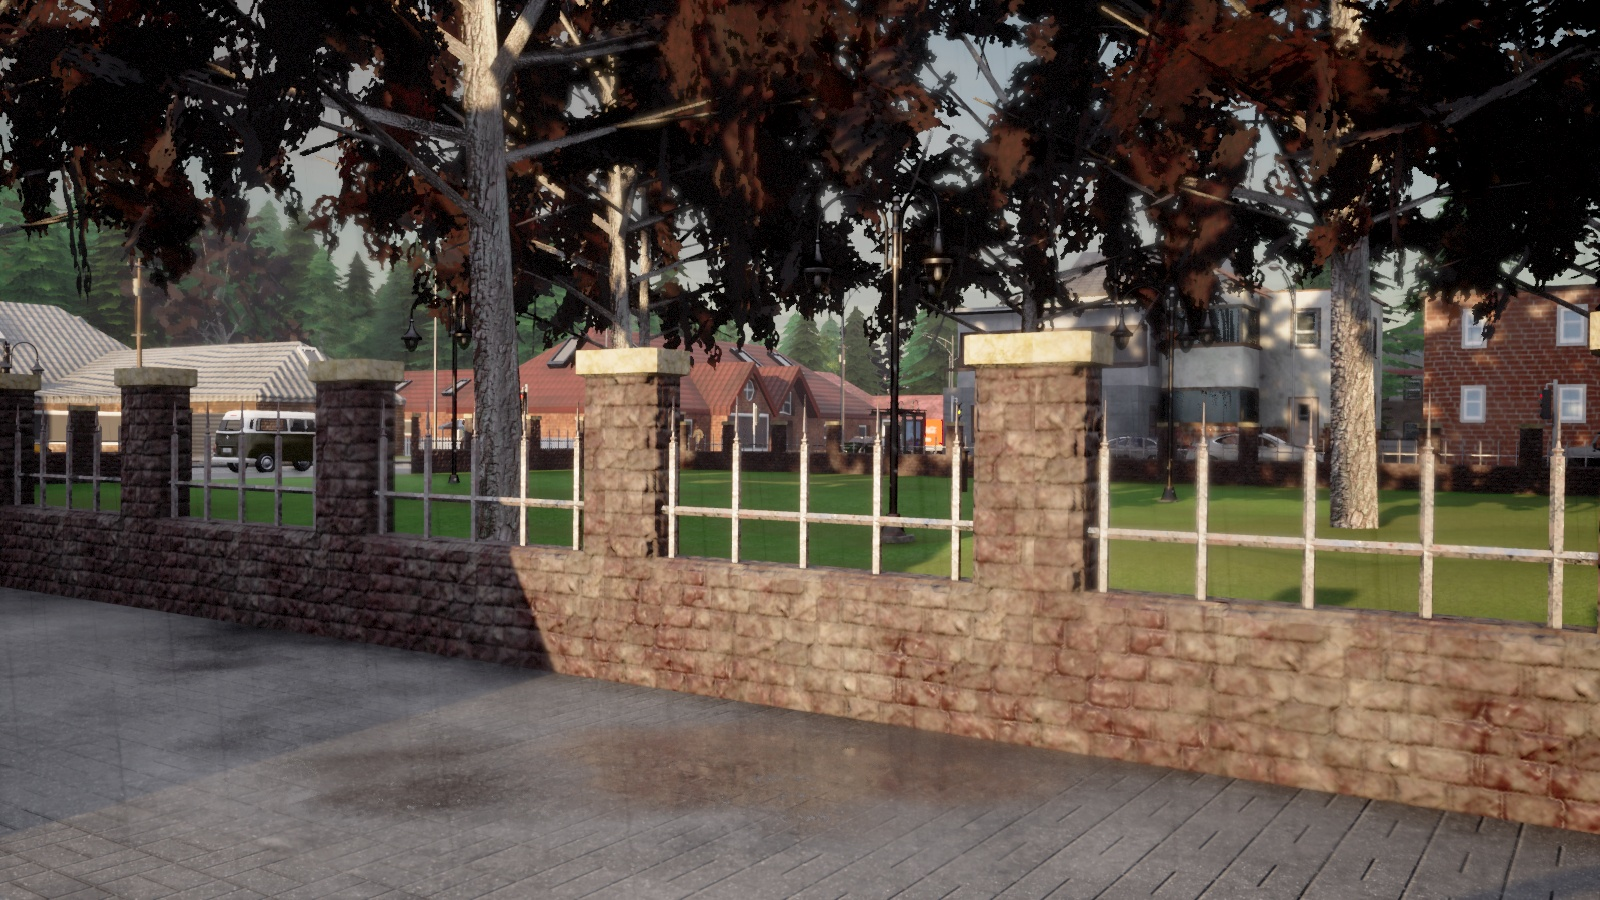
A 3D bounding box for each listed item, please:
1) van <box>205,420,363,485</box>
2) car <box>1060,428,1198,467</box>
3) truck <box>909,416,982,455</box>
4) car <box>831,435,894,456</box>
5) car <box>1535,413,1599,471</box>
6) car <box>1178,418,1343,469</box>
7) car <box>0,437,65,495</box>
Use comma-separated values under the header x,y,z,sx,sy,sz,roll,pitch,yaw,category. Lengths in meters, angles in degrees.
x,y,z,sx,sy,sz,roll,pitch,yaw,category
-17.129,0.038,41.871,2.069,2.038,4.480,0,1,32,van
13.053,-0.112,49.923,4.902,1.511,2.128,0,1,34,car
9.583,-0.964,82.166,2.627,2.467,5.204,0,1,34,truck
4.089,-0.313,81.110,1.895,1.301,4.718,0,1,34,car
26.307,-0.272,41.090,3.866,1.878,1.905,0,1,32,car
15.818,-0.223,43.176,5.027,1.651,2.152,0,1,31,car
-22.672,0.457,33.476,1.882,1.535,5.008,0,1,32,car
